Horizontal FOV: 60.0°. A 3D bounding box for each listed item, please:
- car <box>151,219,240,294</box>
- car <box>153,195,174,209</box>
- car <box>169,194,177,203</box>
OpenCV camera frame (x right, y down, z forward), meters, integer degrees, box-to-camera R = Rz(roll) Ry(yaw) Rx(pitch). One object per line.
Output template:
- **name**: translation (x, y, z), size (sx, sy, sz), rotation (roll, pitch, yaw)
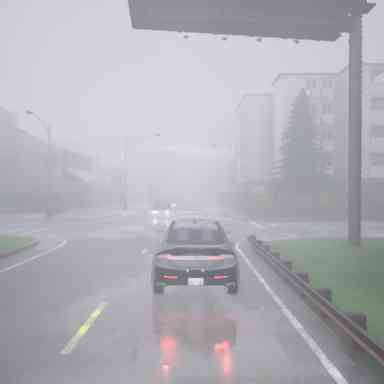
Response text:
- **car**: translation (0.081, 1.441, 8.624), size (2.128, 1.511, 4.902), rotation (0, 0, 0)
- **car**: translation (-3.587, 1.366, 40.417), size (1.895, 1.301, 4.718), rotation (0, 0, 0)
- **car**: translation (-3.550, 1.159, 57.389), size (2.128, 1.511, 4.902), rotation (0, 0, 0)
